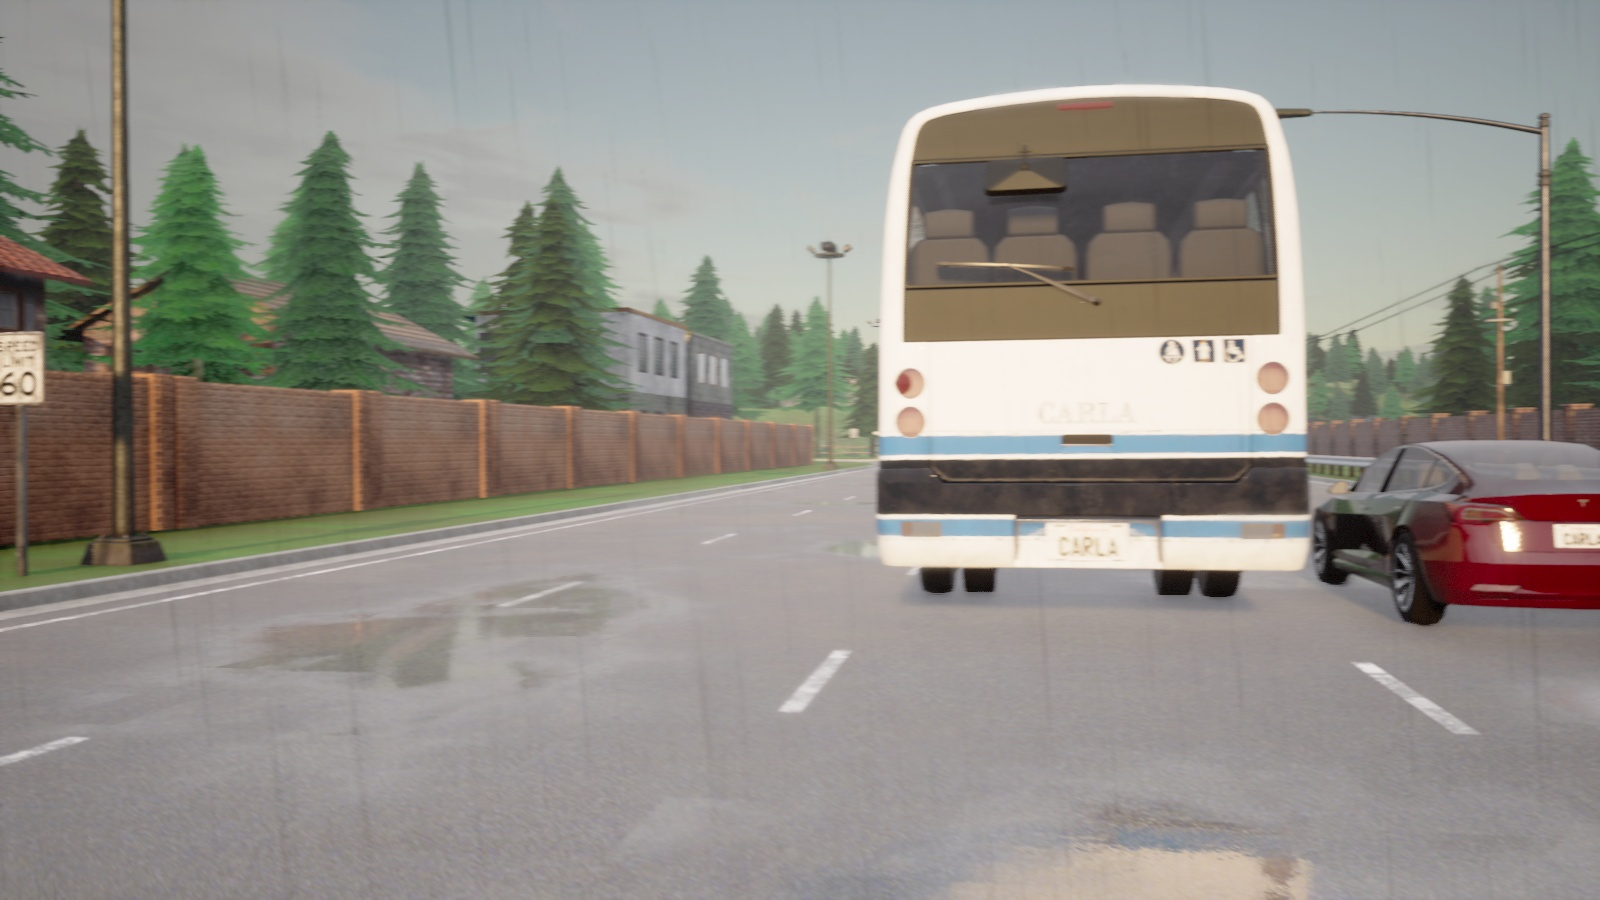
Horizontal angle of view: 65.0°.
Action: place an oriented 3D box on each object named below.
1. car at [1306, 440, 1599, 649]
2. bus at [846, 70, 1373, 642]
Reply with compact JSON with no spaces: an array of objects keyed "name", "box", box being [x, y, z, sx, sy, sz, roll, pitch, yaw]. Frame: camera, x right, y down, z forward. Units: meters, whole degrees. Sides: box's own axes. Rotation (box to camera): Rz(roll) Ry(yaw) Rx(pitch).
[{"name":"car","box":[6.193,0.662,11.304,2.163,1.488,4.792,0,0,11]},{"name":"bus","box":[3.285,-0.720,14.749,3.944,4.253,10.273,0,0,11]}]
